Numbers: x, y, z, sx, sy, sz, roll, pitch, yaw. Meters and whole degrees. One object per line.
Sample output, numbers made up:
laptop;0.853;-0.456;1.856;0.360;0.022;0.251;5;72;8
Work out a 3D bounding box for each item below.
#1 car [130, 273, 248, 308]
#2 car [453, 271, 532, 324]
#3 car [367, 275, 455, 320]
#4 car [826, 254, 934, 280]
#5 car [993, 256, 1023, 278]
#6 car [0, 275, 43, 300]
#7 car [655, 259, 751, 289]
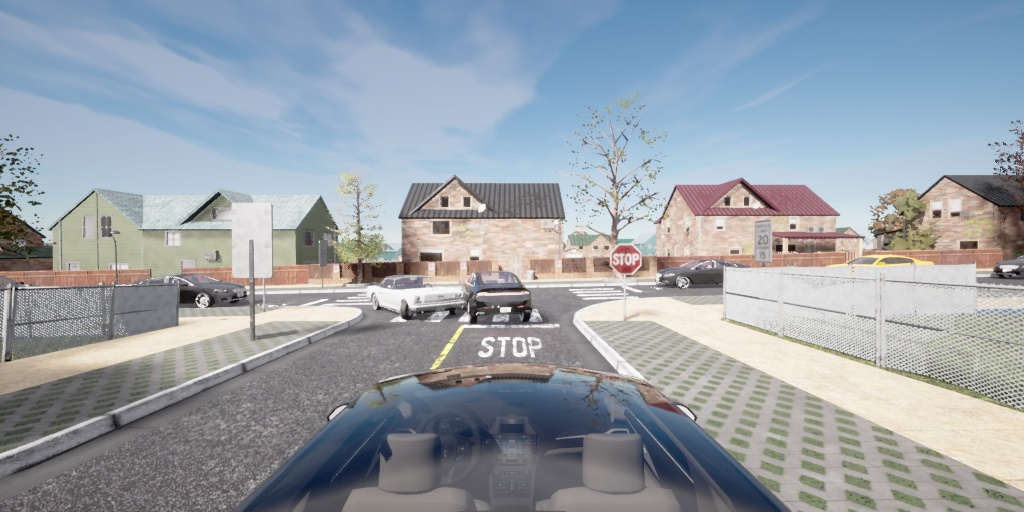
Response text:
car;-14.892;1.566;16.416;4.902;1.511;2.128;-1;1;0
car;-0.678;1.242;12.052;2.128;1.511;4.902;0;0;-12
car;-3.595;1.367;12.913;1.895;1.301;4.718;0;0;-38
car;19.773;0.690;19.483;5.008;1.535;1.882;-1;1;0
car;29.397;0.477;19.514;4.902;1.511;2.128;-1;1;0
car;-24.230;1.648;16.382;4.553;1.767;2.097;-1;1;0
car;10.342;0.925;19.453;4.902;1.511;2.128;-1;1;0
